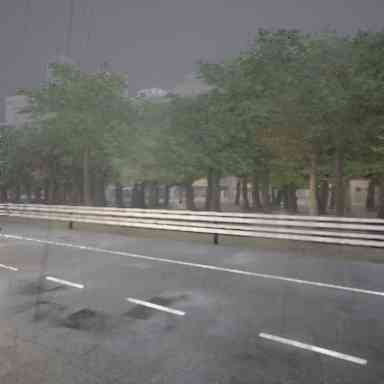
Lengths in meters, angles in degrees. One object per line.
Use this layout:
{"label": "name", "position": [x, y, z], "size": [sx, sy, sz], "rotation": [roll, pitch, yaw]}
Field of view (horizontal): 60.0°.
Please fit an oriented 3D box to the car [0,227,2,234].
{"label": "car", "position": [-11.432, 1.549, 16.352], "size": [5.357, 1.411, 2.033], "rotation": [0, 0, 36]}
